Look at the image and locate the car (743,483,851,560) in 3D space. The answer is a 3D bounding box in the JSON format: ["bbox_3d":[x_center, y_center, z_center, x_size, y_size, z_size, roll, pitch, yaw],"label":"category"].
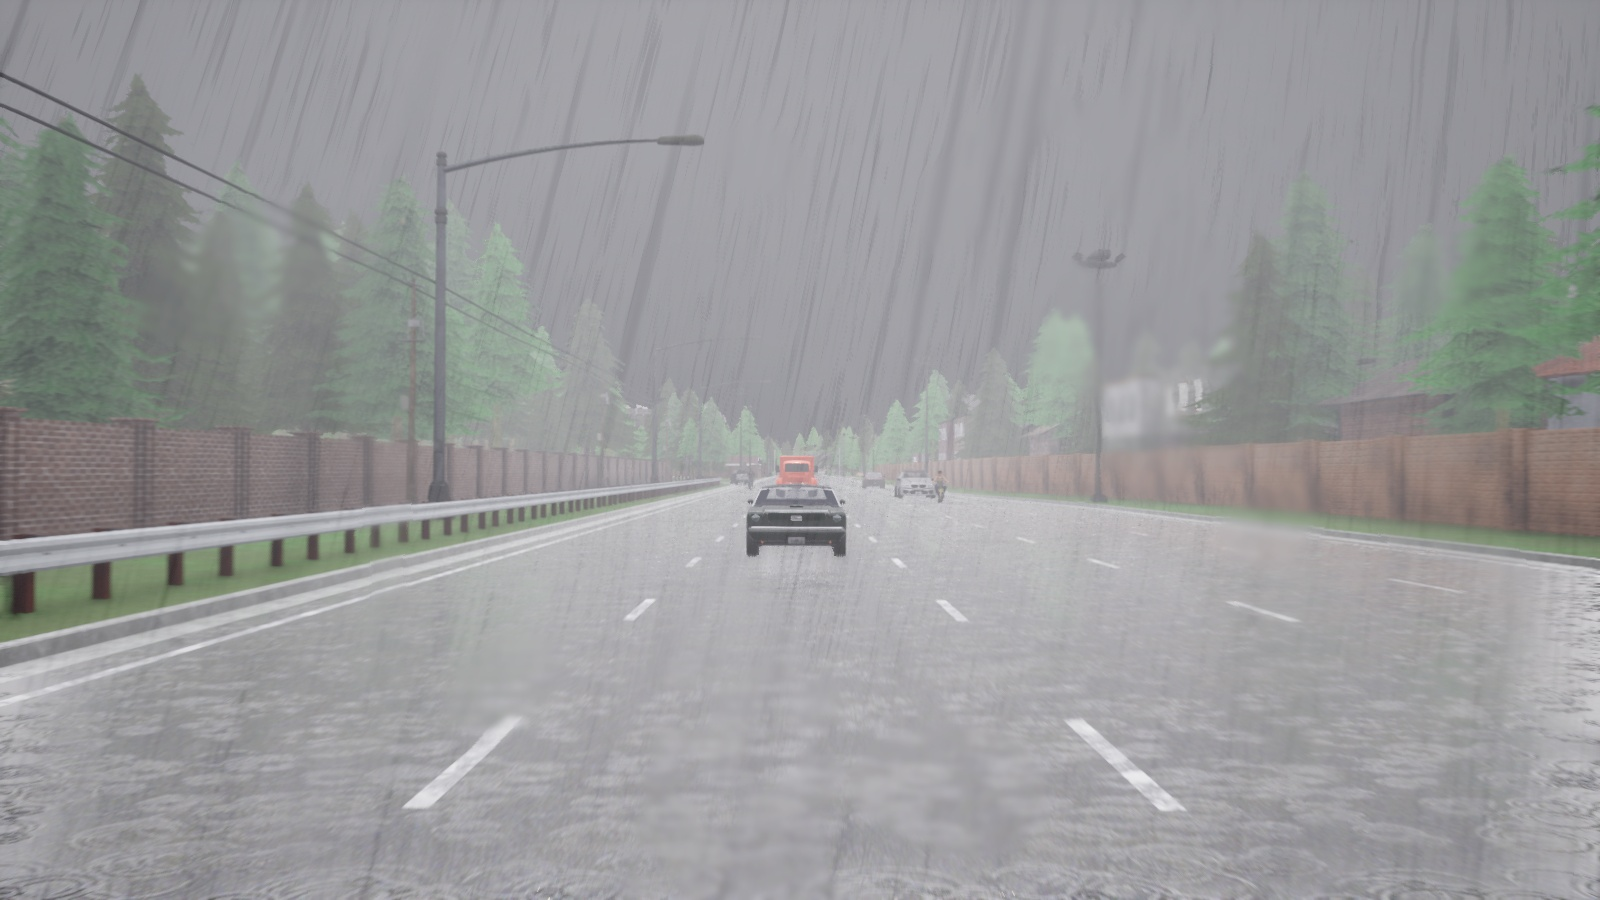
[{"bbox_3d":[-0.059,1.323,24.436,1.895,1.301,4.718,0,-1,0],"label":"car"}]

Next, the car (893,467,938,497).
[{"bbox_3d":[6.820,1.873,74.532,2.242,1.667,4.611,0,-1,0],"label":"car"}]

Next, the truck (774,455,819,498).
[{"bbox_3d":[-0.188,1.603,76.413,2.627,2.467,5.204,0,-1,0],"label":"truck"}]
